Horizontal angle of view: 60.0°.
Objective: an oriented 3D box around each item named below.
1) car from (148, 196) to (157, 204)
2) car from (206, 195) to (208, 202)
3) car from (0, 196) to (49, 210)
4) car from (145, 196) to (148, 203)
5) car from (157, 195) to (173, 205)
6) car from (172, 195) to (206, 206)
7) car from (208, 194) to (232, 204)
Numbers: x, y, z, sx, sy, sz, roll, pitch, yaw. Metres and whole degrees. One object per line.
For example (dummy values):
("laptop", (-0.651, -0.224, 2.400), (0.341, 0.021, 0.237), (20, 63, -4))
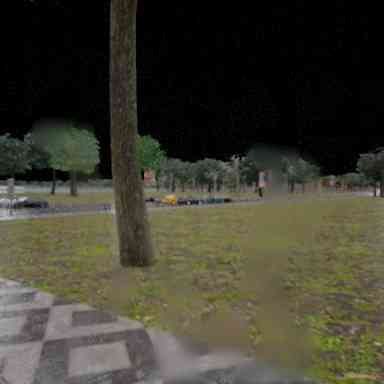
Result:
("car", (-4.568, 1.215, 56.774), (2.128, 1.511, 4.902), (1, 0, 37))
("car", (3.254, 1.309, 61.963), (2.033, 1.411, 5.357), (1, 0, 36))
("car", (-18.564, 1.249, 37.610), (1.812, 1.442, 4.674), (1, 1, 36))
("car", (-7.218, 1.285, 58.657), (1.895, 1.301, 4.718), (1, 0, 37))
("car", (-2.838, 1.240, 53.485), (1.882, 1.535, 5.008), (1, 0, 36))
("car", (-0.369, 1.306, 51.355), (1.837, 1.490, 4.892), (1, 0, 36))
("car", (5.380, 1.153, 59.357), (2.097, 1.767, 4.553), (1, 0, 36))
